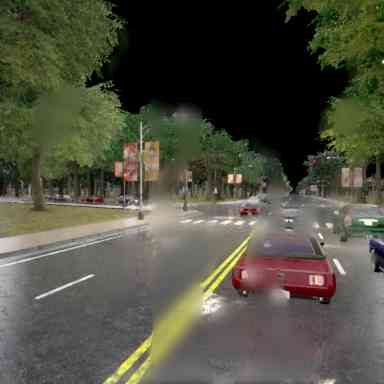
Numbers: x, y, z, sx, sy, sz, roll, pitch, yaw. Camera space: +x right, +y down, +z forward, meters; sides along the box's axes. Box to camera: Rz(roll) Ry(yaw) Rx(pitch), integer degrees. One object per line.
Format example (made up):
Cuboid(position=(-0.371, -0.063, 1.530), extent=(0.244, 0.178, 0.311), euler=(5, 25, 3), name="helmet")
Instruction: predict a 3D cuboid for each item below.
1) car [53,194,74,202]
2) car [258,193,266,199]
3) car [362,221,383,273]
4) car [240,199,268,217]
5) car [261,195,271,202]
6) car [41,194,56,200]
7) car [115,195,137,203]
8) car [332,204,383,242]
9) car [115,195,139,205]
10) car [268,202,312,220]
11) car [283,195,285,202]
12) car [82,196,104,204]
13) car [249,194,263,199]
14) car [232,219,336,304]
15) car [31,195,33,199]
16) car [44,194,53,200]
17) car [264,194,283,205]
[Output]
Cuboid(position=(-25.836, 1.303, 67.681), extent=(4.674, 1.442, 1.812), euler=(0, 0, 40), name="car")
Cuboid(position=(14.730, 1.239, 70.208), extent=(2.150, 2.045, 5.566), euler=(0, 0, 17), name="car")
Cuboid(position=(5.502, 1.602, 7.623), extent=(1.895, 1.301, 4.718), euler=(0, 0, 17), name="car")
Cuboid(position=(5.667, 1.603, 30.930), extent=(1.895, 1.301, 4.718), euler=(0, 0, 17), name="car")
Cuboid(position=(17.890, 1.556, 80.300), extent=(2.033, 1.411, 5.357), euler=(0, 0, 17), name="car")
Cuboid(position=(-36.937, 1.256, 85.650), extent=(4.181, 1.385, 1.994), euler=(0, 0, 40), name="car")
Cuboid(position=(-13.037, 1.355, 65.445), extent=(4.674, 1.442, 1.812), euler=(0, 0, 41), name="car")
Cuboid(position=(8.143, 1.353, 16.215), extent=(2.097, 1.767, 4.553), euler=(0, 0, 17), name="car")
Cuboid(position=(-10.711, 1.364, 54.745), extent=(4.902, 1.511, 2.128), euler=(0, 0, 41), name="car")
Cuboid(position=(5.012, 1.506, 17.098), extent=(1.837, 1.490, 4.892), euler=(0, 0, 17), name="car")
Cuboid(position=(18.056, 1.538, 69.960), extent=(1.812, 1.442, 4.674), euler=(0, 0, 17), name="car")
Cuboid(position=(-18.117, 1.426, 61.053), extent=(4.718, 1.301, 1.895), euler=(0, 0, 41), name="car")
Cuboid(position=(10.636, 1.535, 57.414), extent=(1.812, 1.442, 4.674), euler=(0, 0, 18), name="car")
Cuboid(position=(2.297, 1.601, 8.246), extent=(1.895, 1.301, 4.718), euler=(0, 0, 17), name="car")
Cuboid(position=(-39.043, 1.257, 83.175), extent=(4.181, 1.385, 1.994), euler=(0, 0, 40), name="car")
Cuboid(position=(-31.464, 1.263, 76.732), extent=(4.674, 1.442, 1.812), euler=(0, 0, 40), name="car")
Cuboid(position=(14.332, 1.558, 58.308), extent=(2.033, 1.411, 5.357), euler=(0, 0, 18), name="car")
